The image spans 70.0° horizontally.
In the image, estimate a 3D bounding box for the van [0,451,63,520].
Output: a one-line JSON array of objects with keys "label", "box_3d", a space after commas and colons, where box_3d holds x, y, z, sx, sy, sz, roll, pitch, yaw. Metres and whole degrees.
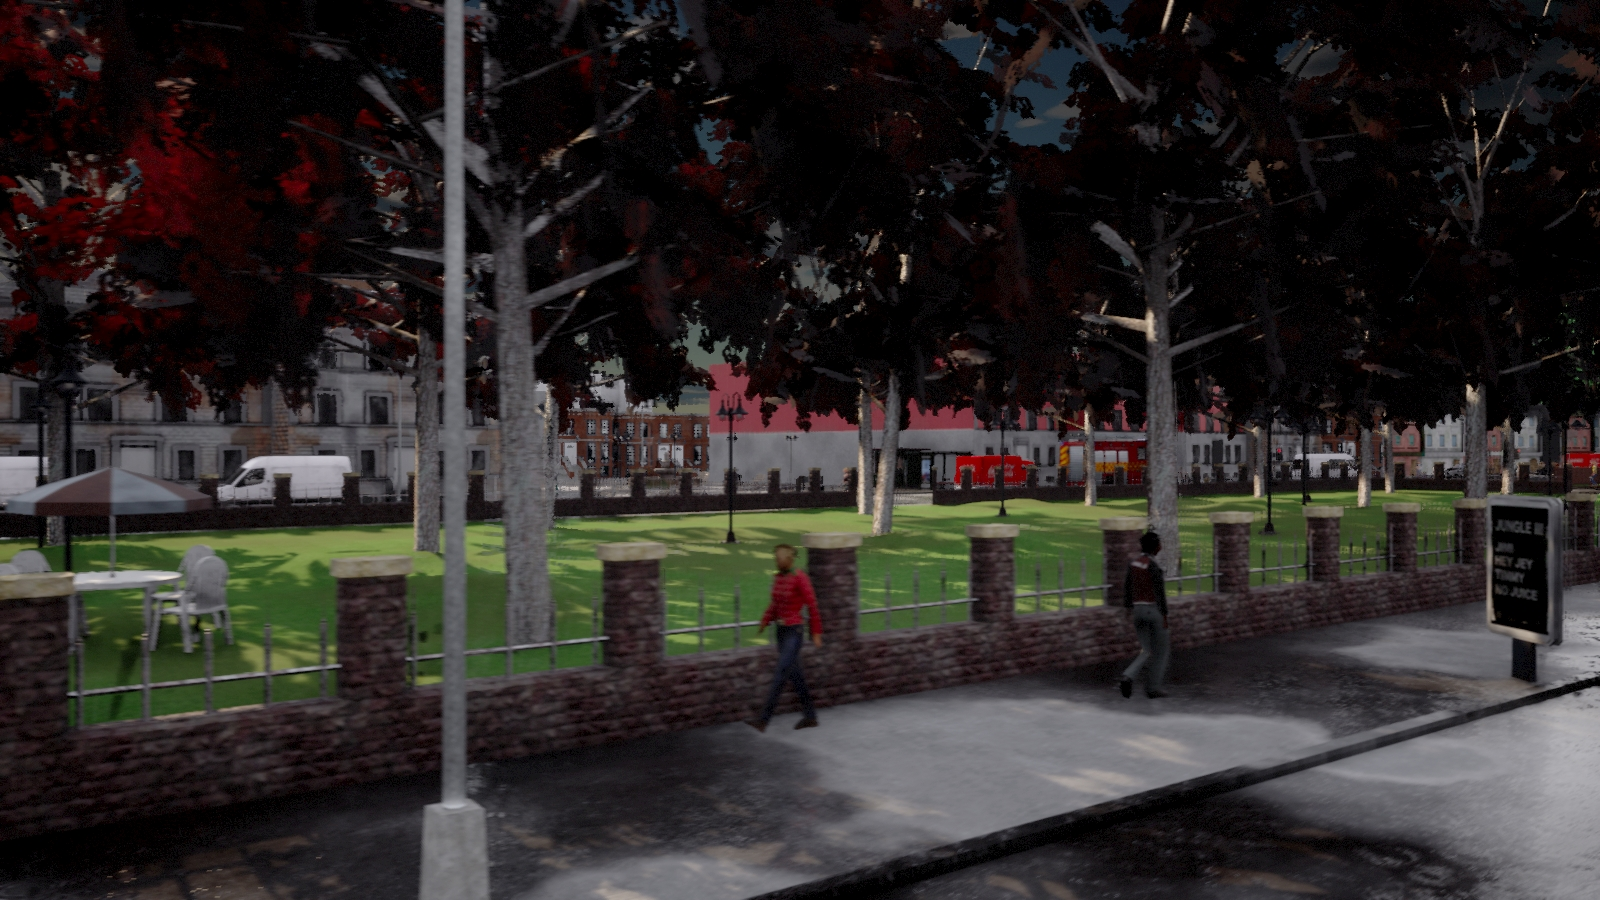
[{"label": "van", "box_3d": [-31.106, 1.316, 42.713, 5.915, 2.561, 1.988, 0, 0, -35]}]

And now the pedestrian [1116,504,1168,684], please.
[{"label": "pedestrian", "box_3d": [3.666, 1.525, 12.259, 0.375, 1.860, 0.375, 0, 0, -30]}]

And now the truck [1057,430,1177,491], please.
[{"label": "truck", "box_3d": [20.879, 0.670, 75.037, 8.468, 3.827, 2.891, 0, 0, -35]}]

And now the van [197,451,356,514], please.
[{"label": "van", "box_3d": [-22.369, 1.316, 48.931, 5.915, 2.561, 1.988, 0, 0, -35]}]

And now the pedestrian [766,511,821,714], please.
[{"label": "pedestrian", "box_3d": [-0.065, 1.526, 10.907, 0.375, 1.860, 0.375, 0, 0, -35]}]

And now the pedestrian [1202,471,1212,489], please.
[{"label": "pedestrian", "box_3d": [25.825, 1.907, 72.484, 0.500, 1.100, 0.500, 0, 0, 31]}]

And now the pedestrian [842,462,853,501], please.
[{"label": "pedestrian", "box_3d": [2.310, 1.527, 55.651, 0.375, 1.860, 0.375, 0, 0, -32]}]

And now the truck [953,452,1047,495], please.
[{"label": "truck", "box_3d": [11.974, 1.352, 68.408, 5.204, 2.467, 2.627, 0, 0, -35]}]
